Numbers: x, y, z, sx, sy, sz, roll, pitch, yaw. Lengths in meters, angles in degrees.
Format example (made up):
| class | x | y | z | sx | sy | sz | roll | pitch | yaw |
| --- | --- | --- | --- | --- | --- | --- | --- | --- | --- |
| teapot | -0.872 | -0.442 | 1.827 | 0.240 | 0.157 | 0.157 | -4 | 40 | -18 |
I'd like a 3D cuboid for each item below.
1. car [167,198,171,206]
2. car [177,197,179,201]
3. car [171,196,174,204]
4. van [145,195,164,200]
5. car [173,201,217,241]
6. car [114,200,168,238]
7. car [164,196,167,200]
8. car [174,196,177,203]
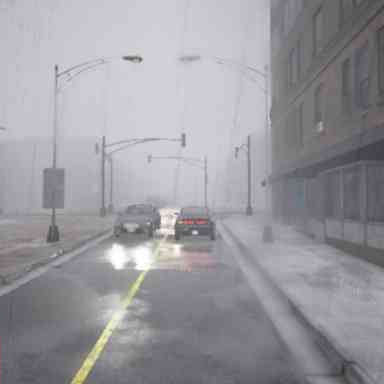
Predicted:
| class | x | y | z | sx | sy | sz | roll | pitch | yaw |
| --- | --- | --- | --- | --- | --- | --- | --- | --- | --- |
| car | -5.080 | 1.446 | 52.273 | 2.192 | 1.841 | 5.009 | 2 | -1 | 0 |
| car | -4.965 | 2.148 | 84.008 | 1.887 | 1.381 | 4.507 | 2 | -1 | 0 |
| car | -5.046 | 1.818 | 62.849 | 1.887 | 1.381 | 4.507 | 2 | -1 | 0 |
| van | -5.114 | 1.368 | 43.968 | 1.690 | 1.788 | 3.998 | 2 | -1 | 0 |
| car | 0.147 | 1.423 | 16.331 | 1.837 | 1.490 | 4.892 | 0 | 1 | 0 |
| car | -2.674 | 1.394 | 17.244 | 2.128 | 1.511 | 4.902 | 0 | 1 | 1 |
| car | -5.107 | 1.619 | 47.285 | 2.008 | 1.369 | 4.403 | 2 | -1 | 0 |
| car | -5.007 | 2.013 | 73.429 | 1.802 | 1.307 | 4.206 | 2 | -1 | 0 |
